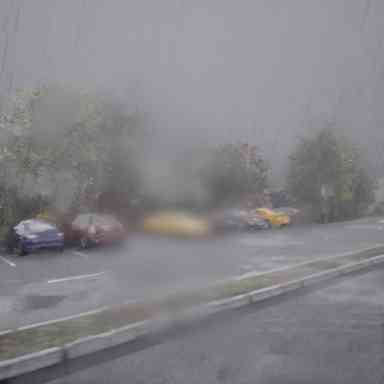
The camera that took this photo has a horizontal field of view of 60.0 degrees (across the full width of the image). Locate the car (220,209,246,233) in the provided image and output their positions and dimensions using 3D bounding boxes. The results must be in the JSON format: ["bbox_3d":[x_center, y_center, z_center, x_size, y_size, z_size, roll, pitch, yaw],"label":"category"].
[{"bbox_3d":[1.034,2.076,22.907,2.163,1.488,4.792,0,-2,-39],"label":"car"}]

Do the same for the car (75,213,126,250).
[{"bbox_3d":[-5.371,1.908,17.686,2.185,1.767,4.553,0,-2,-39],"label":"car"}]

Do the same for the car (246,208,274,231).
[{"bbox_3d":[3.191,2.041,24.614,2.231,1.521,4.892,0,-2,-39],"label":"car"}]

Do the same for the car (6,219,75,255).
[{"bbox_3d":[-7.538,2.061,15.974,2.002,1.452,4.674,0,-2,-39],"label":"car"}]

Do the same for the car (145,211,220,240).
[{"bbox_3d":[-0.983,2.035,21.011,1.946,1.575,5.366,0,-2,-39],"label":"car"}]

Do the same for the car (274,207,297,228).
[{"bbox_3d":[5.344,2.035,26.330,2.097,1.535,5.008,0,-2,-39],"label":"car"}]

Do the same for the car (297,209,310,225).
[{"bbox_3d":[7.492,2.028,28.056,2.231,1.521,4.892,0,-1,-39],"label":"car"}]
